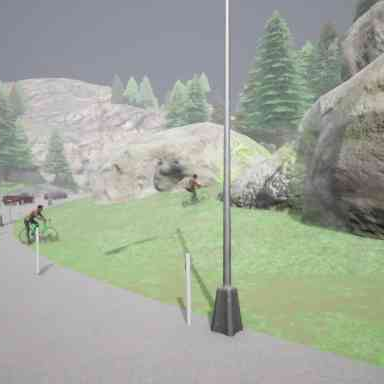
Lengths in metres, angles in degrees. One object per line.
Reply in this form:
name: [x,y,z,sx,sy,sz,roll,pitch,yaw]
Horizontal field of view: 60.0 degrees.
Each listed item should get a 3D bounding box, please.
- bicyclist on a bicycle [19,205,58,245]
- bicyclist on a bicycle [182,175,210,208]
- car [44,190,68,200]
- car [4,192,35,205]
bicyclist on a bicycle: [-6.467,1.368,13.947,1.656,1.620,0.582,-3,3,2]
bicyclist on a bicycle: [0.146,-0.054,17.099,1.656,1.620,0.582,-14,11,-27]
car: [-20.925,0.434,51.243,1.994,1.385,4.181,0,2,9]
car: [-21.078,0.741,40.794,1.882,1.535,5.008,0,2,-2]
